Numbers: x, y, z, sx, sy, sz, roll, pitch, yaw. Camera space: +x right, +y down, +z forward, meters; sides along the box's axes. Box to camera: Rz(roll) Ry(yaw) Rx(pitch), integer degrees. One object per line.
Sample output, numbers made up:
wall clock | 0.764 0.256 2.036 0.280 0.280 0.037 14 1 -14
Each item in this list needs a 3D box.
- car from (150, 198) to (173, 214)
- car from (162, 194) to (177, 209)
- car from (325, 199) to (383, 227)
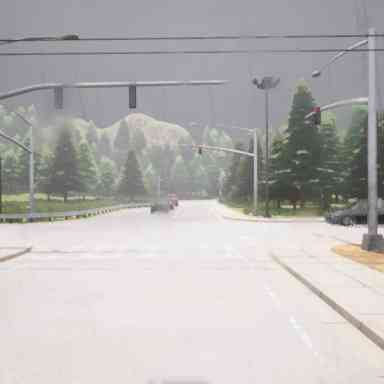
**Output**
car | -3.551 1.708 37.606 1.895 1.301 4.718 0 0 0
car | -3.528 1.475 44.729 2.097 1.767 4.553 0 0 0
car | 11.314 1.372 22.131 4.553 1.767 2.097 0 0 1
